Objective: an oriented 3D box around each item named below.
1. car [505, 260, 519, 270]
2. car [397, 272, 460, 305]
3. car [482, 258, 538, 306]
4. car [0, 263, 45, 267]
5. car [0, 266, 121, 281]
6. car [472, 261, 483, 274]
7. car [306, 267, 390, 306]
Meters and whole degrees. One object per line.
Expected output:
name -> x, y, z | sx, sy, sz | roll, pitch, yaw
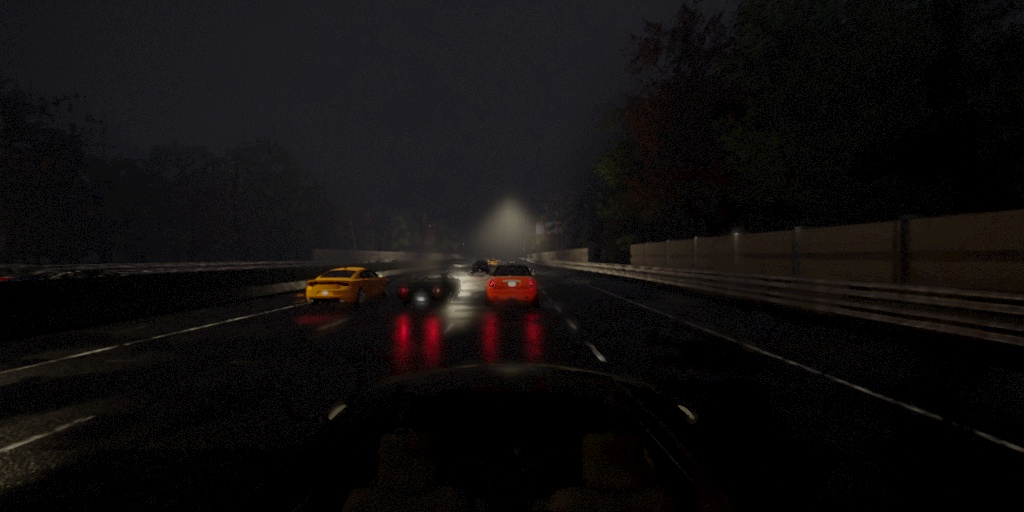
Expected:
car -> 0.005, 1.360, 55.263 | 1.994, 1.385, 4.181 | 0, 0, 0
car -> -3.497, 1.363, 16.019 | 1.895, 1.301, 4.718 | 0, 0, 0
car -> 0.001, 1.114, 16.075 | 2.097, 1.767, 4.553 | 0, 0, 0
car -> -21.090, 1.113, 14.039 | 2.097, 1.767, 4.553 | 0, 0, 0
car -> -17.592, 1.266, 13.842 | 1.837, 1.490, 4.892 | 0, 0, 0
car -> -3.495, 1.290, 41.247 | 1.837, 1.490, 4.892 | 0, 0, 0
car -> -7.002, 1.240, 15.899 | 1.882, 1.535, 5.008 | 0, 0, 0
